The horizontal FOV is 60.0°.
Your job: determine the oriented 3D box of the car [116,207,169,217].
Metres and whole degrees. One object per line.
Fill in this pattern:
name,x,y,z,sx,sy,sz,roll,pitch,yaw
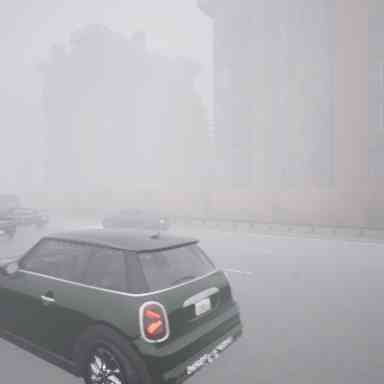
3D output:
car,-3.236,1.565,19.208,4.181,1.385,1.994,0,0,36

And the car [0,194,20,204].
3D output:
car,-17.284,1.219,29.246,5.566,2.045,2.150,0,0,35

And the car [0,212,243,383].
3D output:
car,-1.597,1.353,5.133,4.553,1.767,2.097,0,0,36

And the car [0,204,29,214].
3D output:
car,-10.060,1.491,15.480,4.902,1.511,2.128,0,0,36

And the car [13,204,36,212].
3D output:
car,-10.898,1.600,20.380,4.718,1.301,1.895,0,0,36
